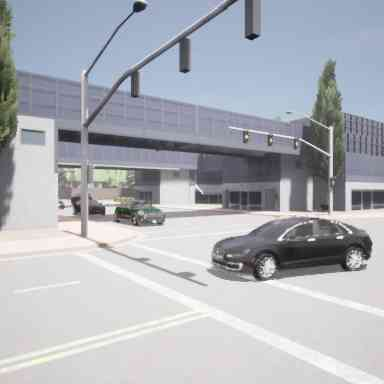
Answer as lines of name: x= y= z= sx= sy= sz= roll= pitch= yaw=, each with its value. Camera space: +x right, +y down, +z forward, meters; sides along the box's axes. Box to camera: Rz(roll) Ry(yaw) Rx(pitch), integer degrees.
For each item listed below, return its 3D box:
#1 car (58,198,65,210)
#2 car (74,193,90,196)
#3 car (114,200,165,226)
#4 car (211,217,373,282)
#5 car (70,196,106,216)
car: x=-17.855 y=1.490 z=42.917 sx=2.128 sy=1.511 sz=4.902 roll=0 pitch=0 yaw=-36
car: x=-18.957 y=1.221 z=56.642 sx=2.150 sy=2.045 sz=5.566 roll=0 pitch=0 yaw=-36
car: x=-3.771 y=1.352 z=23.552 sx=2.097 sy=1.767 sz=4.553 roll=0 pitch=0 yaw=-36
car: x=2.929 y=1.505 z=9.680 sx=4.892 sy=1.490 sz=1.837 roll=0 pitch=-2 yaw=-20
car: x=-9.931 y=1.478 z=32.013 sx=1.882 sy=1.535 sz=5.008 roll=0 pitch=0 yaw=-36
